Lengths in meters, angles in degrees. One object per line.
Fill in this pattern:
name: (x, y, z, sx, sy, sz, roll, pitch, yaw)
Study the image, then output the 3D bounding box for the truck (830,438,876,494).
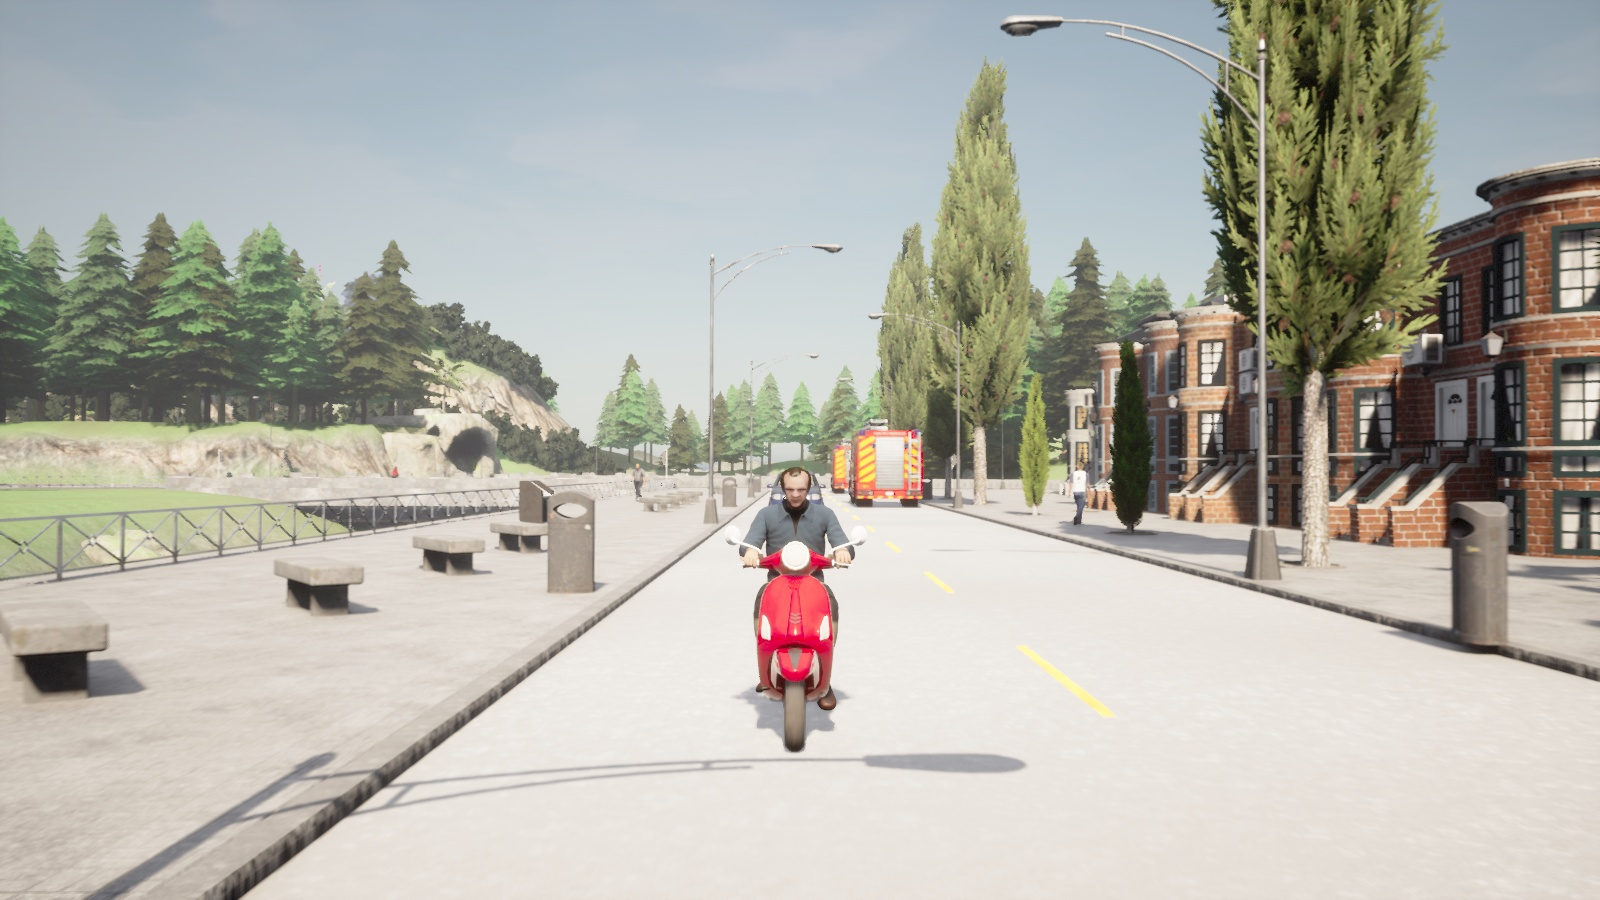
truck: (3.760, 1.158, 90.912, 2.891, 3.827, 8.468, 0, -1, 0)

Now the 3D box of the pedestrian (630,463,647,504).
pedestrian: (-7.375, 1.515, 57.333, 0.540, 1.848, 0.694, -1, -1, 17)

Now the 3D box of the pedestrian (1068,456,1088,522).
pedestrian: (7.748, 1.080, 34.983, 0.354, 1.836, 0.706, -1, -1, 27)

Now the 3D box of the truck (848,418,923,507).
truck: (3.843, 0.616, 58.534, 2.891, 3.827, 8.468, 0, -1, 0)

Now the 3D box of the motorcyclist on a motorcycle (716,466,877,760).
motorcyclist on a motorcycle: (-0.021, 0.898, 7.723, 0.866, 1.590, 1.817, 0, -1, 0)

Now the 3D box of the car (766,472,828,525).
car: (-0.100, 1.437, 38.414, 1.789, 1.549, 3.705, 0, -1, 0)
